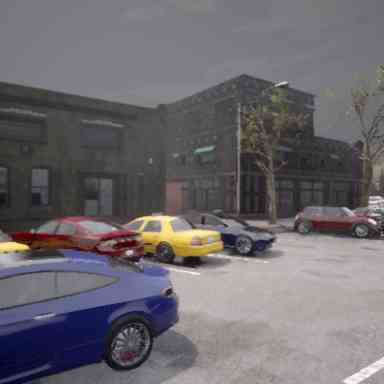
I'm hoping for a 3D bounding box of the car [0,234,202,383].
[{"bbox_3d":[-2.333,1.530,4.181,4.674,1.442,1.812,1,0,-35],"label":"car"}]

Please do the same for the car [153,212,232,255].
[{"bbox_3d":[-1.478,1.550,12.236,5.366,1.575,1.946,-1,-1,35],"label":"car"}]

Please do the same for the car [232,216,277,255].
[{"bbox_3d":[1.116,1.615,13.843,4.792,1.488,2.163,-1,-1,35],"label":"car"}]

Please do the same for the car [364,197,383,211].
[{"bbox_3d":[29.410,1.841,53.229,2.435,2.045,5.566,0,0,36],"label":"car"}]

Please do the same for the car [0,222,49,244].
[{"bbox_3d":[-6.301,1.484,8.808,5.366,1.575,1.946,-1,-1,35],"label":"car"}]

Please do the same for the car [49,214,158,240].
[{"bbox_3d":[-3.730,1.518,10.426,5.008,1.535,2.097,-1,-1,34],"label":"car"}]

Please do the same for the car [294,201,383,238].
[{"bbox_3d":[8.299,1.560,19.017,4.553,1.767,2.185,-1,-1,35],"label":"car"}]

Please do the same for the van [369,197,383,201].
[{"bbox_3d":[15.459,1.559,24.207,4.442,1.987,1.878,-1,-1,35],"label":"van"}]
